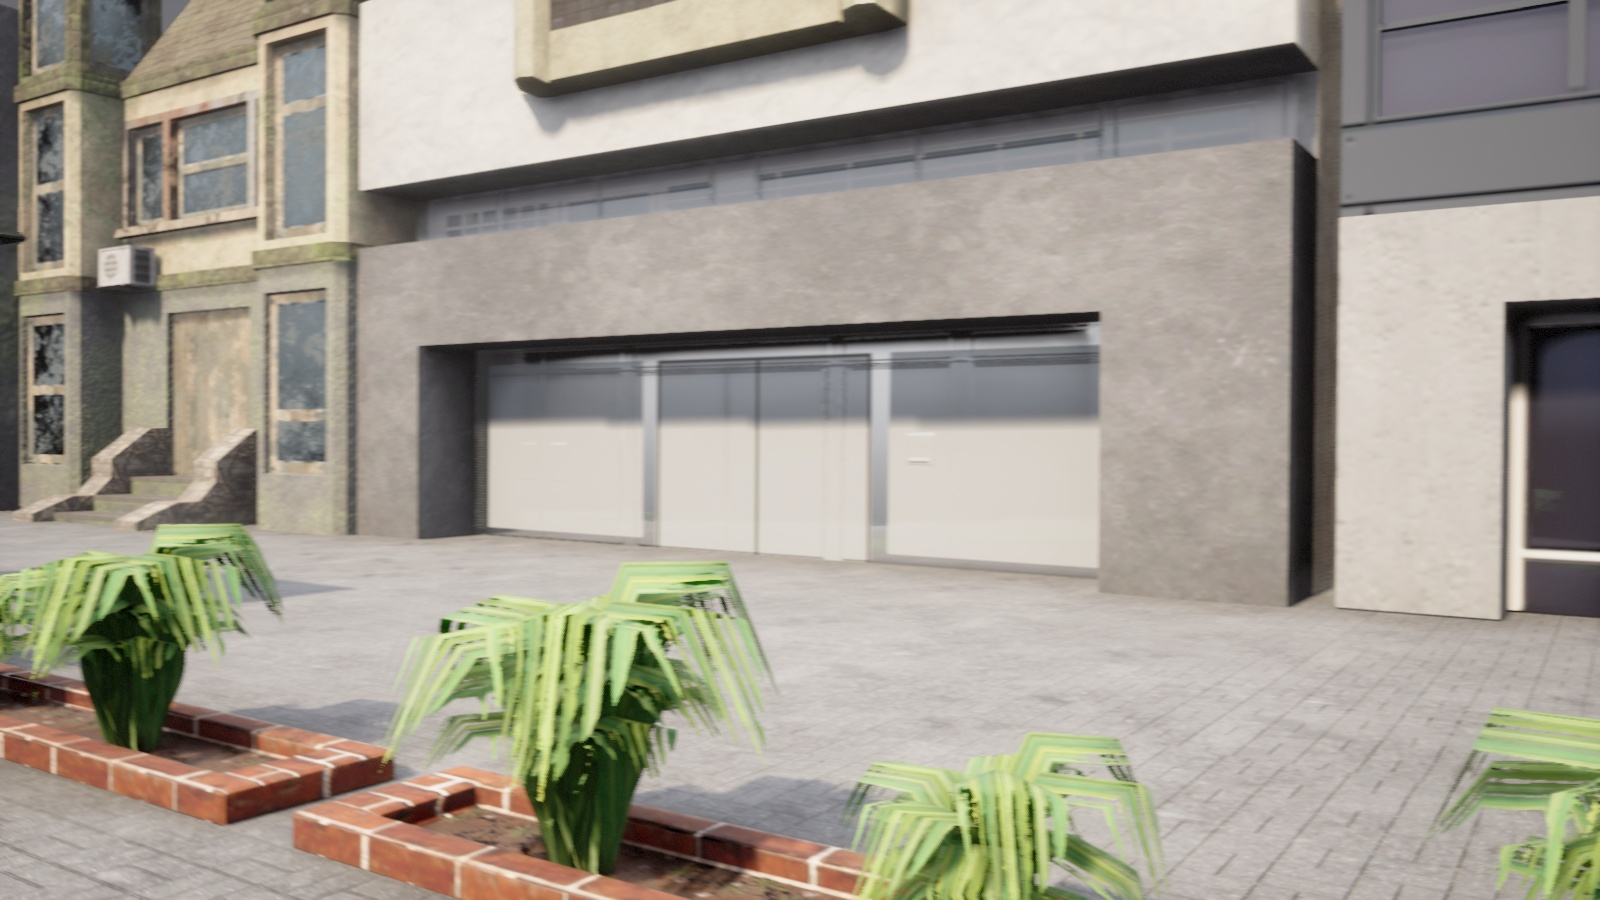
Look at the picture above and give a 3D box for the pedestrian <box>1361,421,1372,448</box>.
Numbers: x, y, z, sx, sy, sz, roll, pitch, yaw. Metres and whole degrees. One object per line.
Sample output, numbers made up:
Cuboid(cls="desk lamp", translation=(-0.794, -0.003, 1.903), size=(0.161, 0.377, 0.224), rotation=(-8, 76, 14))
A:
Cuboid(cls="pedestrian", translation=(39.697, -1.078, 88.012), size=(0.594, 1.836, 0.345), rotation=(0, 1, 42))
